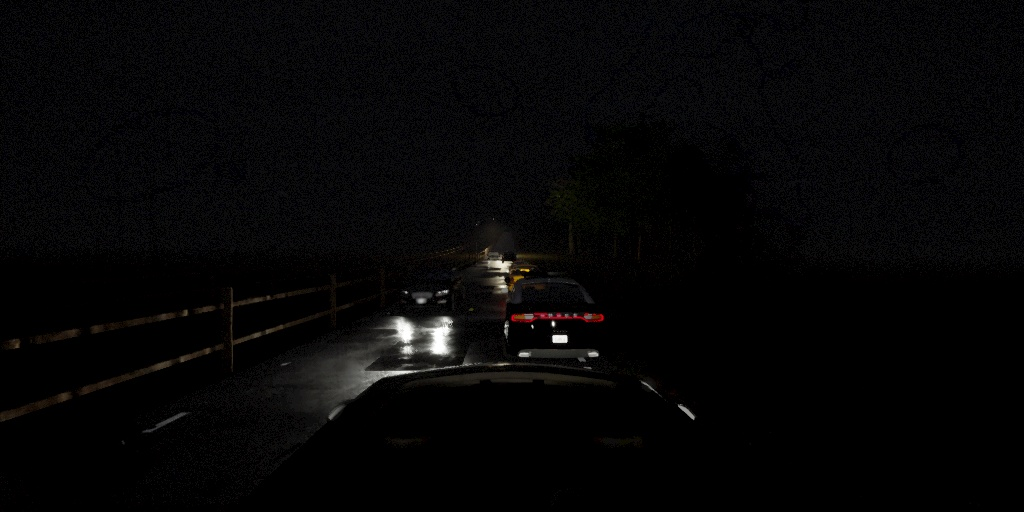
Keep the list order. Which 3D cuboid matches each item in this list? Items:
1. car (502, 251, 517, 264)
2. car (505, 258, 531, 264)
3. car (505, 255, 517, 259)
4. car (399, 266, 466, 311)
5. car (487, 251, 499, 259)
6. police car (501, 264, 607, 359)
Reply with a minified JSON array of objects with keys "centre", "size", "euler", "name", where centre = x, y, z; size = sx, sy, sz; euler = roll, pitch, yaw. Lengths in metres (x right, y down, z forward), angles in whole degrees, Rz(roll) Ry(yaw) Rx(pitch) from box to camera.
[{"centre":[-0.390,0.111,51.834],"size":[2.097,1.767,4.553],"euler":[0,2,0],"name":"car"},{"centre":[0.676,1.071,18.587],"size":[1.801,1.575,5.366],"euler":[0,1,-1],"name":"car"},{"centre":[0.621,0.969,24.586],"size":[1.801,1.575,5.366],"euler":[0,1,-1],"name":"car"},{"centre":[-2.957,1.166,14.050],"size":[2.128,1.511,4.902],"euler":[0,1,-1],"name":"car"},{"centre":[-3.314,-0.205,63.751],"size":[1.812,1.442,4.674],"euler":[0,3,0],"name":"car"},{"centre":[0.769,1.149,8.510],"size":[1.930,1.638,5.238],"euler":[0,0,-1],"name":"police car"}]
